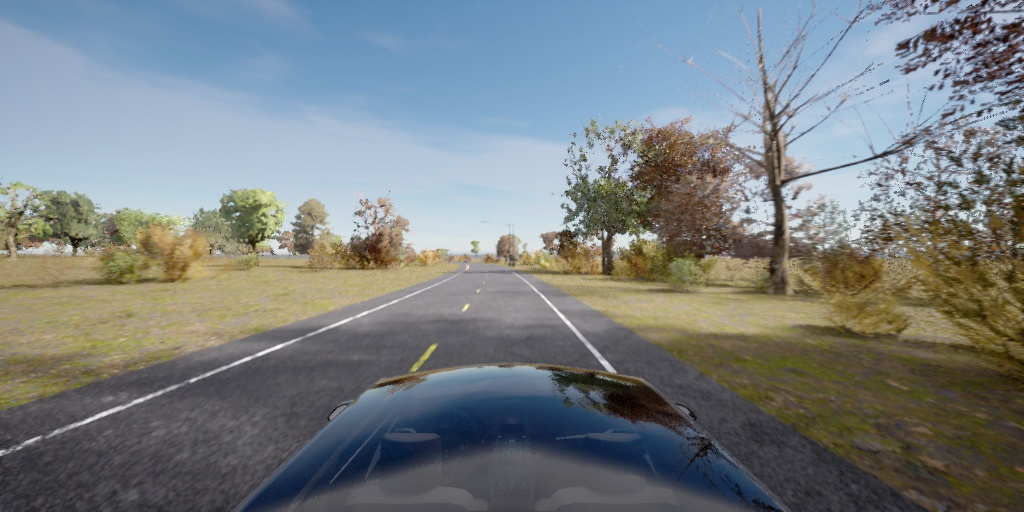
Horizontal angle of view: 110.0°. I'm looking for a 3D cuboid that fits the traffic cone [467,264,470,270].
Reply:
[{"bbox_3d":[-7.617,2.061,61.638,0.340,0.580,0.340,0,0,-5],"label":"traffic cone"}]
